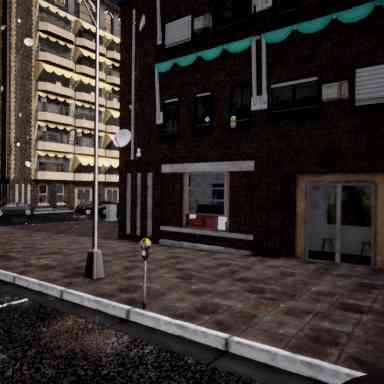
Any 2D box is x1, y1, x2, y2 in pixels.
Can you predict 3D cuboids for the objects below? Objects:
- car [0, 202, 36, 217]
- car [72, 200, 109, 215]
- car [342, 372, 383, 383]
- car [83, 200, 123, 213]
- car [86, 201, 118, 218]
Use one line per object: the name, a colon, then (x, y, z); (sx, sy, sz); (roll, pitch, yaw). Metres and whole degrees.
car: (-17.466, 1.622, 32.144); (2.008, 1.369, 4.403); (1, 0, 36)
car: (-10.799, 1.656, 36.831); (1.882, 1.535, 5.008); (1, 1, 35)
car: (2.655, 1.551, 1.120); (4.403, 1.369, 2.008); (0, 1, 36)
car: (-10.897, 1.708, 41.049); (1.887, 1.381, 4.507); (1, 0, 36)
car: (-7.443, 1.822, 31.616); (1.947, 1.339, 4.313); (1, 0, 36)
